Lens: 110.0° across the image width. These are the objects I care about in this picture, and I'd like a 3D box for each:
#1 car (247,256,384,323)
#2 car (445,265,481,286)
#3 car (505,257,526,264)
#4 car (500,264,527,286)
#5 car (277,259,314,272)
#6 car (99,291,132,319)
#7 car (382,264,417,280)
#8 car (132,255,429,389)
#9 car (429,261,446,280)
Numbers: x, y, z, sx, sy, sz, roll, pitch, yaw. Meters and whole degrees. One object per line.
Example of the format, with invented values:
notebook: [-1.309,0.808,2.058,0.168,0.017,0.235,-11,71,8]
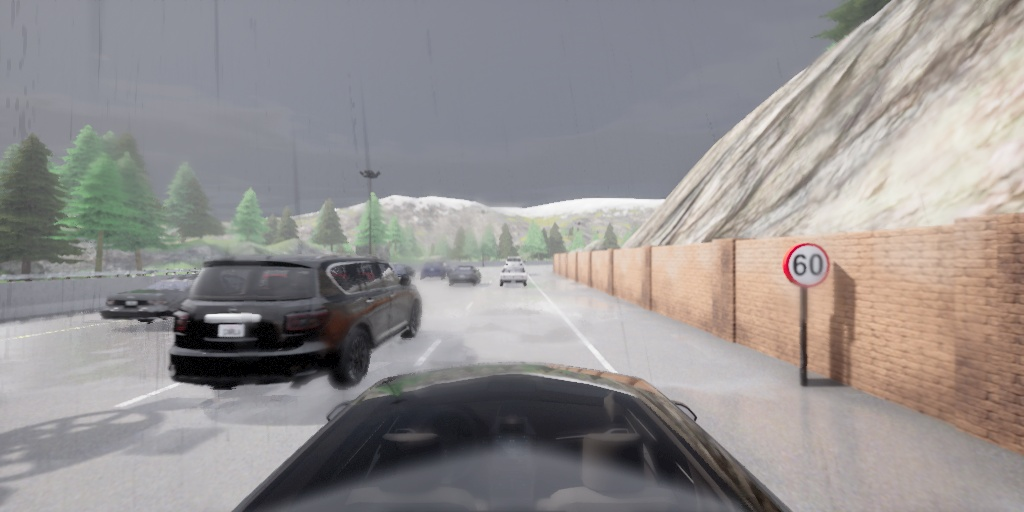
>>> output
car: [-6.905,1.020,13.600,2.150,2.045,5.566,0,0,0]
car: [-3.405,1.416,26.630,1.994,1.385,4.181,0,0,0]
car: [0.386,1.135,42.124,2.150,2.045,5.566,0,-1,4]
car: [0.094,1.452,26.345,1.895,1.301,4.718,0,0,0]
car: [-30.490,1.304,50.703,2.097,1.767,4.553,0,0,8]
car: [-10.404,1.341,12.312,2.033,1.411,5.357,0,0,0]
car: [-10.398,1.444,33.471,1.994,1.385,4.181,0,0,0]
car: [-3.418,0.996,7.043,2.150,2.045,5.566,0,0,0]
car: [-6.899,1.231,33.084,2.097,1.767,4.553,0,0,0]
